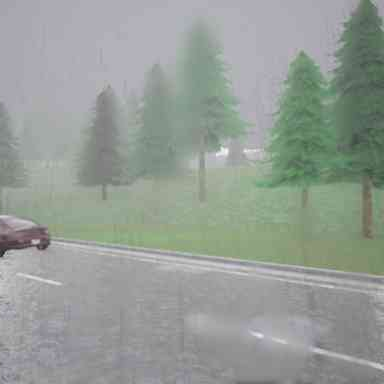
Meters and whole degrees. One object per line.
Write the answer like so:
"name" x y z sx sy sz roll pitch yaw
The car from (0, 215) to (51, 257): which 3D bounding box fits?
"car" -7.629 1.684 13.626 4.674 1.442 1.812 -1 0 36
